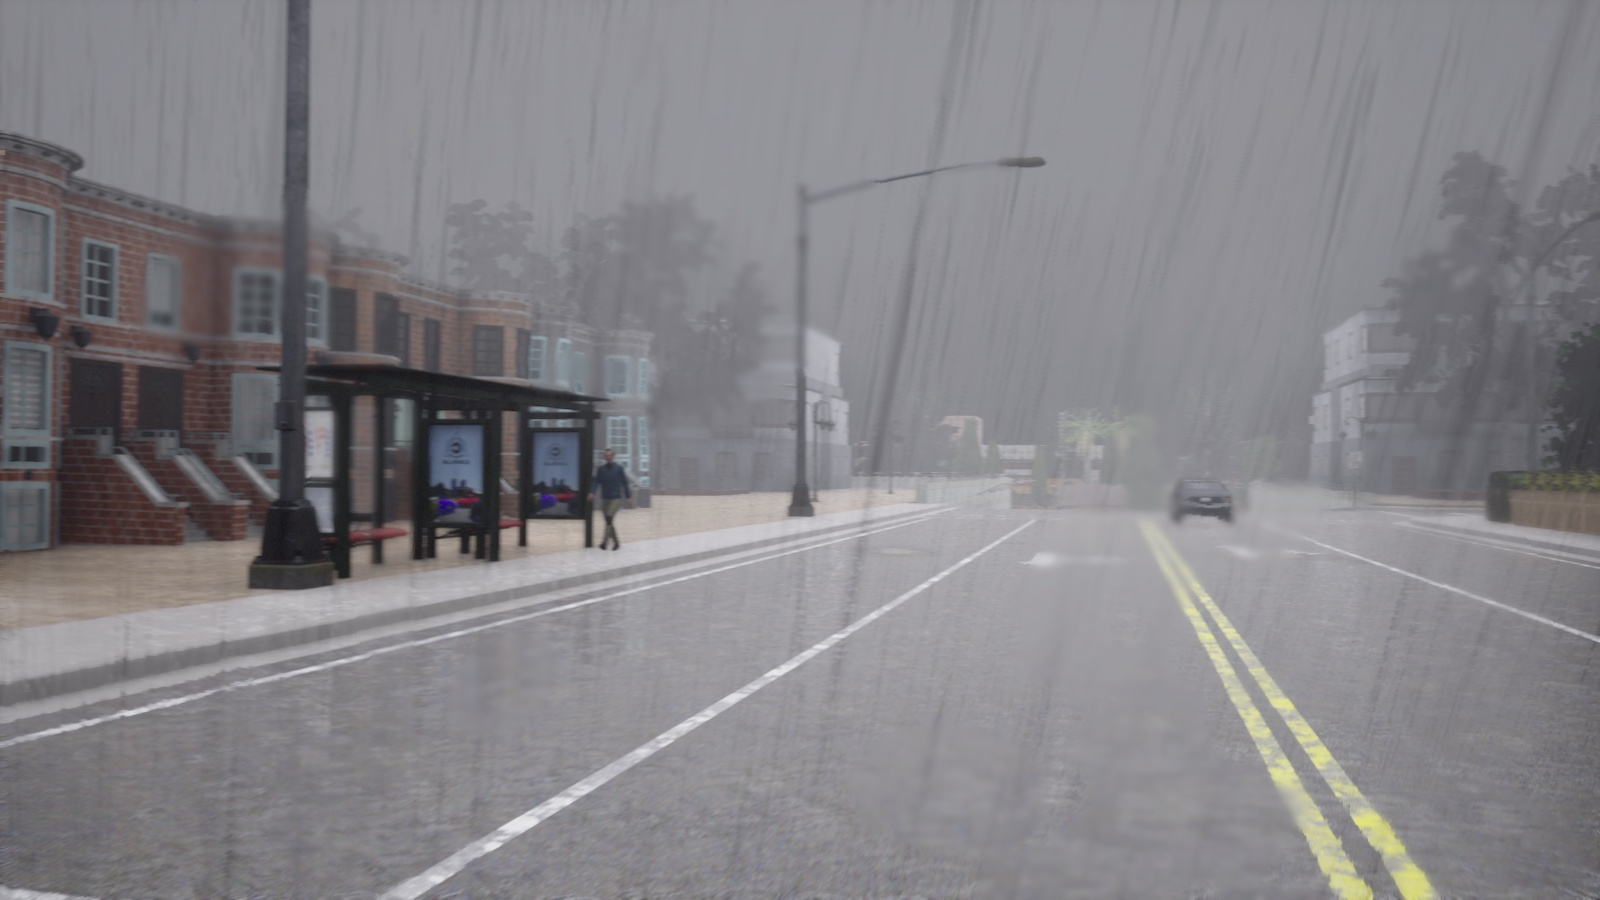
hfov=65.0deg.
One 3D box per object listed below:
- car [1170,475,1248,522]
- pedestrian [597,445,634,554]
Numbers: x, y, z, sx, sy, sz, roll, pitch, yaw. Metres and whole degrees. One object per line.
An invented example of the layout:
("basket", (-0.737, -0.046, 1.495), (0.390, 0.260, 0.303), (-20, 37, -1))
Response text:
("car", (13.202, 1.527, 40.788), (2.033, 1.411, 5.357), (0, -1, 14))
("pedestrian", (-3.190, 0.851, 21.712), (0.402, 1.842, 0.726), (0, -1, 13))
